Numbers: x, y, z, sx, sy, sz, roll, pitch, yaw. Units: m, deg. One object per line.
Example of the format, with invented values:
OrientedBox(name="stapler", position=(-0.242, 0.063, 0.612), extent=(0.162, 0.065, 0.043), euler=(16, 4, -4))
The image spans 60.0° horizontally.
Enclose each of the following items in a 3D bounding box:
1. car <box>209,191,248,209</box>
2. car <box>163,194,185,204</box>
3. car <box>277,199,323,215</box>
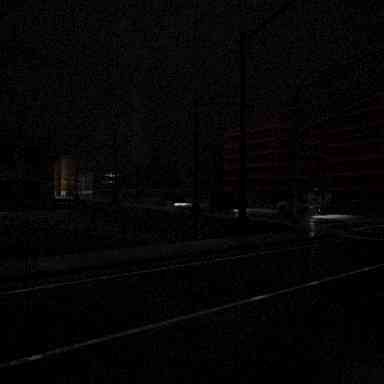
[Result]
OrientedBox(name="car", position=(4.464, 0.933, 41.480), extent=(2.150, 2.045, 5.566), euler=(0, 1, -35))
OrientedBox(name="car", position=(-2.838, 1.048, 52.152), extent=(1.994, 1.385, 4.181), euler=(0, 1, -34))
OrientedBox(name="car", position=(10.481, 1.393, 32.690), extent=(1.812, 1.442, 4.674), euler=(0, 1, -34))
